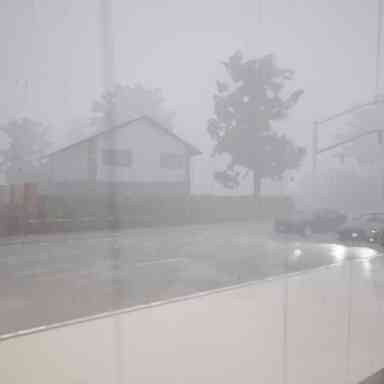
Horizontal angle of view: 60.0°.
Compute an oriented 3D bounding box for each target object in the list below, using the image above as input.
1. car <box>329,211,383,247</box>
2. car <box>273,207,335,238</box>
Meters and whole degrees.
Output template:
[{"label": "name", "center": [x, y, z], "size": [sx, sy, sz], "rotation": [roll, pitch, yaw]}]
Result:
[{"label": "car", "center": [8.665, 1.688, 15.572], "size": [4.181, 1.385, 1.994], "rotation": [0, 0, -35]}, {"label": "car", "center": [6.634, 1.585, 18.422], "size": [5.008, 1.535, 1.882], "rotation": [0, 0, -35]}]
